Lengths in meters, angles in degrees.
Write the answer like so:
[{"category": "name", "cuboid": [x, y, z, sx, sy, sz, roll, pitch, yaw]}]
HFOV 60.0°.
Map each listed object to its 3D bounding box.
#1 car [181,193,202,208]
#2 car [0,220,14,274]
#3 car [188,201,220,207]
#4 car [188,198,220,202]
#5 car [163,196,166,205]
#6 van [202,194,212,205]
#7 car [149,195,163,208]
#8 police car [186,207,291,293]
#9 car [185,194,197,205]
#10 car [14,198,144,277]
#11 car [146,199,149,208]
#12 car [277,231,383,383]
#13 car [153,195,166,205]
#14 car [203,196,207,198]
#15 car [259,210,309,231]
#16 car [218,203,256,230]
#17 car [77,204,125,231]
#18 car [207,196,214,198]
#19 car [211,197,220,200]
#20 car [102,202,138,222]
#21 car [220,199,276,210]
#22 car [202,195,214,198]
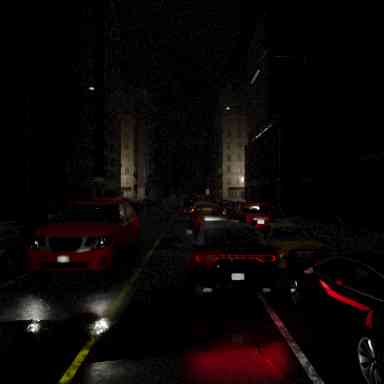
[{"category": "car", "cuboid": [-0.104, 1.348, 46.837, 2.097, 1.767, 4.553, 0, 0, 0]}, {"category": "car", "cuboid": [-5.694, 1.582, 10.458, 1.802, 1.307, 4.206, 0, 0, 0]}, {"category": "car", "cuboid": [0.853, 1.477, 18.872, 1.882, 1.535, 5.008, 0, 0, 0]}, {"category": "car", "cuboid": [0.838, 1.476, 24.873, 1.882, 1.535, 5.008, 0, 0, 0]}, {"category": "car", "cuboid": [-5.804, 1.561, 54.658, 1.947, 1.339, 4.313, 0, 0, 0]}, {"category": "van", "cuboid": [2.708, 1.336, 60.210, 1.690, 1.788, 3.998, 0, 0, 0]}, {"category": "car", "cuboid": [-5.791, 1.577, 49.133, 1.802, 1.307, 4.206, 0, 0, 0]}, {"category": "police car", "cuboid": [0.877, 1.425, 8.983, 1.930, 1.638, 5.238, 0, 0, 0]}, {"category": "car", "cuboid": [-0.151, 1.346, 60.242, 2.097, 1.767, 4.553, 0, 0, 0]}, {"category": "car", "cuboid": [-3.026, 1.221, 10.559, 2.150, 2.045, 5.566, 0, 0, 0]}, {"category": "car", "cuboid": [-5.749, 1.563, 32.558, 1.947, 1.339, 4.313, 0, 0, 0]}, {"category": "car", "cuboid": [2.846, 1.566, 4.974, 1.947, 1.339, 4.313, 0, 0, 0]}, {"category": "car", "cuboid": [-5.818, 1.435, 60.183, 1.967, 1.590, 4.097, 0, 0, 0]}, {"category": "car", "cuboid": [2.749, 1.547, 43.639, 2.008, 1.369, 4.403, 0, 0, 0]}, {"category": "car", "cuboid": [2.832, 1.525, 10.667, 1.752, 1.417, 4.829, 0, 0, 0]}, {"category": "car", "cuboid": [2.804, 1.524, 21.715, 1.752, 1.417, 4.829, 0, 0, 0]}, {"category": "car", "cuboid": [-5.721, 1.543, 21.508, 1.887, 1.381, 4.507, 0, 0, 0]}, {"category": "car", "cuboid": [2.777, 1.437, 32.592, 1.967, 1.590, 4.097, 0, 0, 0]}, {"category": "car", "cuboid": [2.790, 1.438, 27.068, 1.967, 1.590, 4.097, 0, 0, 0]}, {"category": "car", "cuboid": [-5.735, 1.564, 27.033, 1.947, 1.339, 4.313, 0, 0, 0]}, {"category": "car", "cuboid": [2.818, 1.314, 16.021, 2.192, 1.841, 5.009, 0, 0, 0]}, {"category": "car", "cuboid": [2.735, 1.561, 49.162, 1.947, 1.339, 4.313, 0, 0, 0]}]
